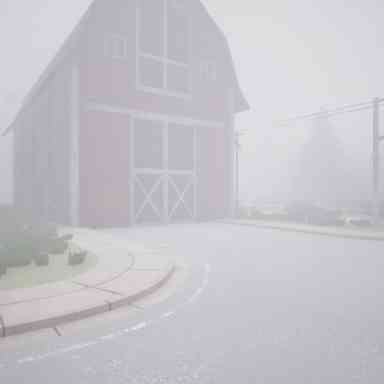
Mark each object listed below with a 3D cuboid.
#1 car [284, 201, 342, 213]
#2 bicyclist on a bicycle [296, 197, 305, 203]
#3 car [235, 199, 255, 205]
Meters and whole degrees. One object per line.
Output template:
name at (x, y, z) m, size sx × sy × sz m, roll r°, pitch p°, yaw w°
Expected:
car at (10.951, 1.574, 30.610) m, size 2.033 × 1.411 × 5.357 m, roll 0°, pitch 0°, yaw -35°
bicyclist on a bicycle at (13.275, 1.322, 40.233) m, size 1.656 × 1.620 × 0.582 m, roll 46°, pitch -25°, yaw -24°
car at (5.520, 1.552, 38.492) m, size 1.812 × 1.442 × 4.674 m, roll 0°, pitch 0°, yaw -34°
